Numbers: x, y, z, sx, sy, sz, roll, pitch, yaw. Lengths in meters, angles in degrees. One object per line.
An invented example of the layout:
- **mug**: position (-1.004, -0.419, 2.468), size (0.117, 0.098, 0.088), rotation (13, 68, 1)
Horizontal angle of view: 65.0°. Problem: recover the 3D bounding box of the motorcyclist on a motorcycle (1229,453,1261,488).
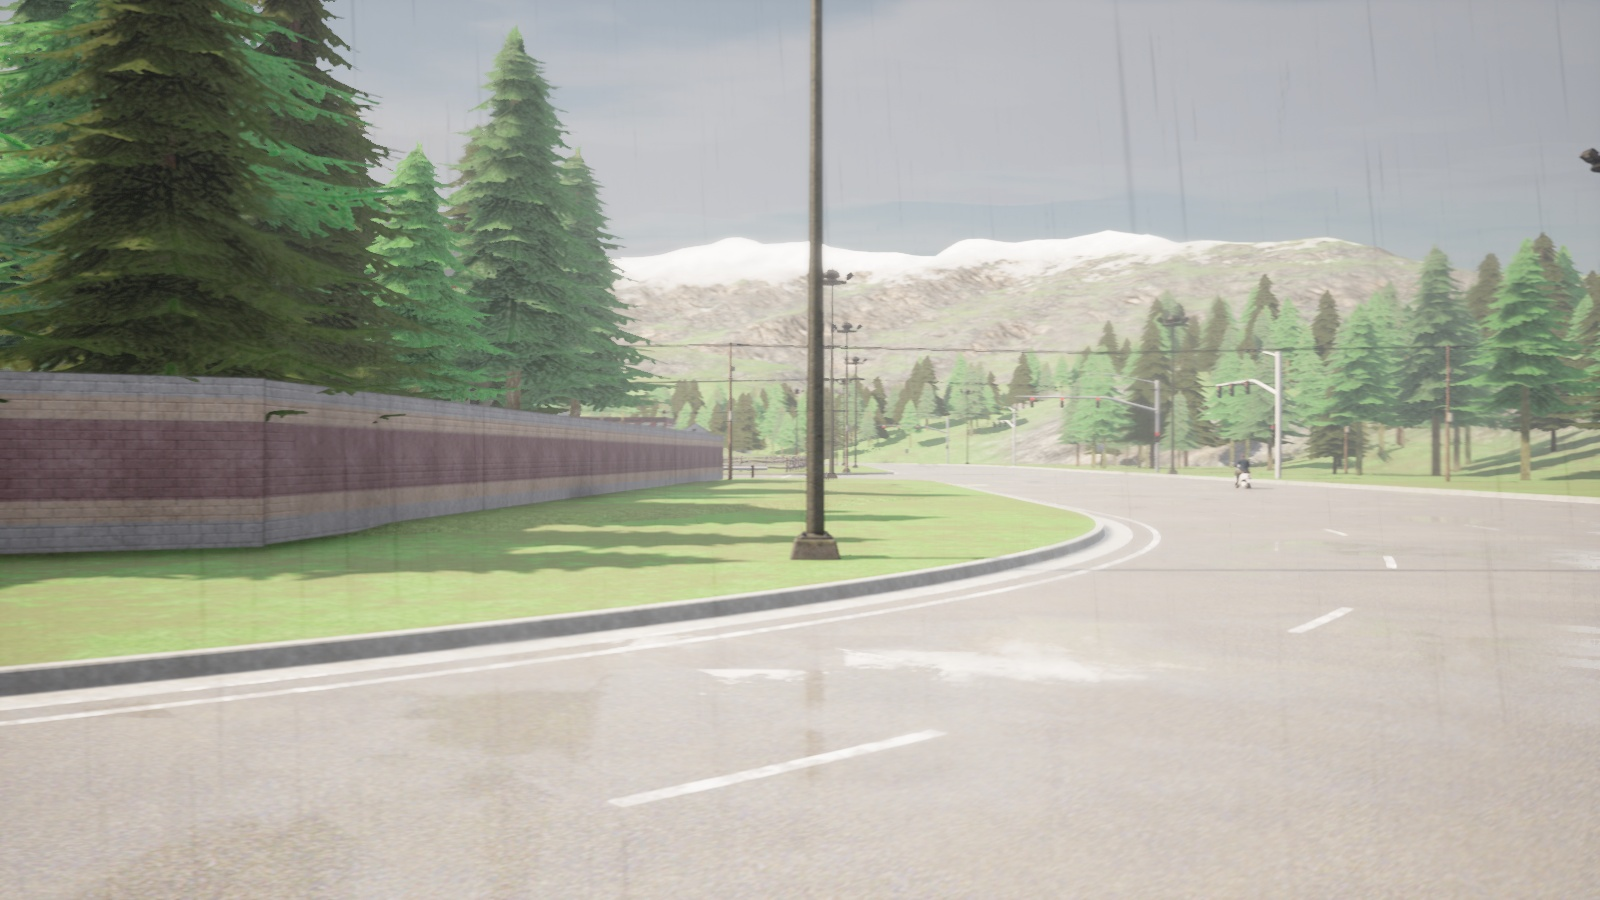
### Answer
- **motorcyclist on a motorcycle**: position (20.498, 0.921, 57.859), size (0.866, 1.590, 1.817), rotation (0, 0, 1)
